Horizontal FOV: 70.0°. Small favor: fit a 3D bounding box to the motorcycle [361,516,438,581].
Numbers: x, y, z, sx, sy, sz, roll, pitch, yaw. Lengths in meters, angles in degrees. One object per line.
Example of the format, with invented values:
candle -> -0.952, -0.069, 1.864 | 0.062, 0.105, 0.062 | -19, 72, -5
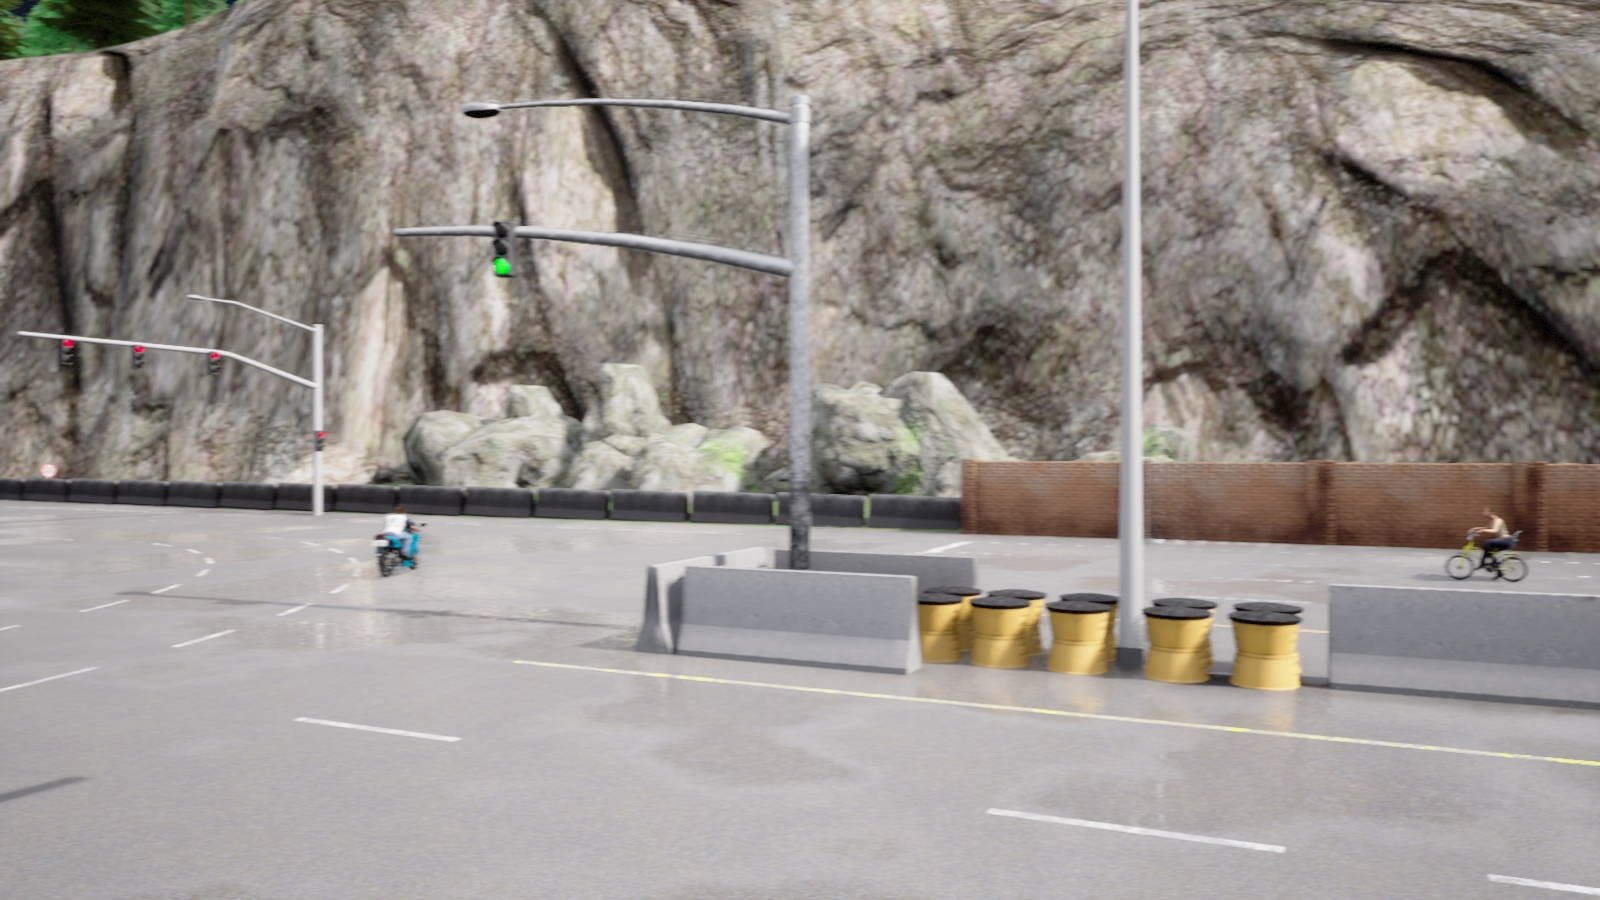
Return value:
motorcycle -> -8.771, 2.134, 25.128 | 0.803, 1.217, 2.033 | -3, 0, 5
